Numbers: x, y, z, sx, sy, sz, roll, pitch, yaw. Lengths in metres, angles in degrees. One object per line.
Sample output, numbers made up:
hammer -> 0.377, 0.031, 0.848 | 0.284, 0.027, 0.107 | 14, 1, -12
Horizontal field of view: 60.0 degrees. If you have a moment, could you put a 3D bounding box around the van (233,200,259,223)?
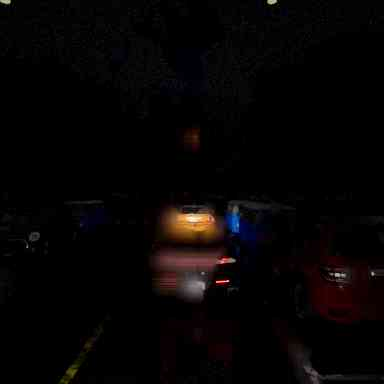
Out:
van -> 2.741, 1.342, 12.372 | 1.690, 1.788, 3.998 | 0, 0, 0

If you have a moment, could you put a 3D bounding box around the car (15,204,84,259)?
car -> -5.784, 1.441, 12.358 | 1.967, 1.590, 4.097 | 0, 0, 0

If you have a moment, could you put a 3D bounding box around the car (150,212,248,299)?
car -> 0.089, 1.492, 8.456 | 2.128, 1.511, 4.902 | 0, 0, 0

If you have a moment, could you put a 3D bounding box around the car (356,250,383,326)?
car -> 2.760, 1.440, 1.497 | 1.967, 1.590, 4.097 | 0, 0, 0

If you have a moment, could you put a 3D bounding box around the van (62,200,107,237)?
van -> -5.793, 1.342, 17.795 | 1.690, 1.788, 3.998 | 0, 0, 0

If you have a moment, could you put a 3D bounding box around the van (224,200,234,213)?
van -> 2.732, 1.342, 17.810 | 1.690, 1.788, 3.998 | 0, 0, 0

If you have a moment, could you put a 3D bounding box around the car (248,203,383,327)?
car -> 2.751, 1.315, 6.935 | 2.192, 1.841, 5.009 | 0, 0, 0

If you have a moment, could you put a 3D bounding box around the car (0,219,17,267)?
car -> -5.774, 1.526, 6.750 | 1.752, 1.417, 4.829 | 0, 0, 0

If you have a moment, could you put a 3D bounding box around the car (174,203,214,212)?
car -> 0.109, 1.353, 17.505 | 2.097, 1.767, 4.553 | 0, 0, 1
